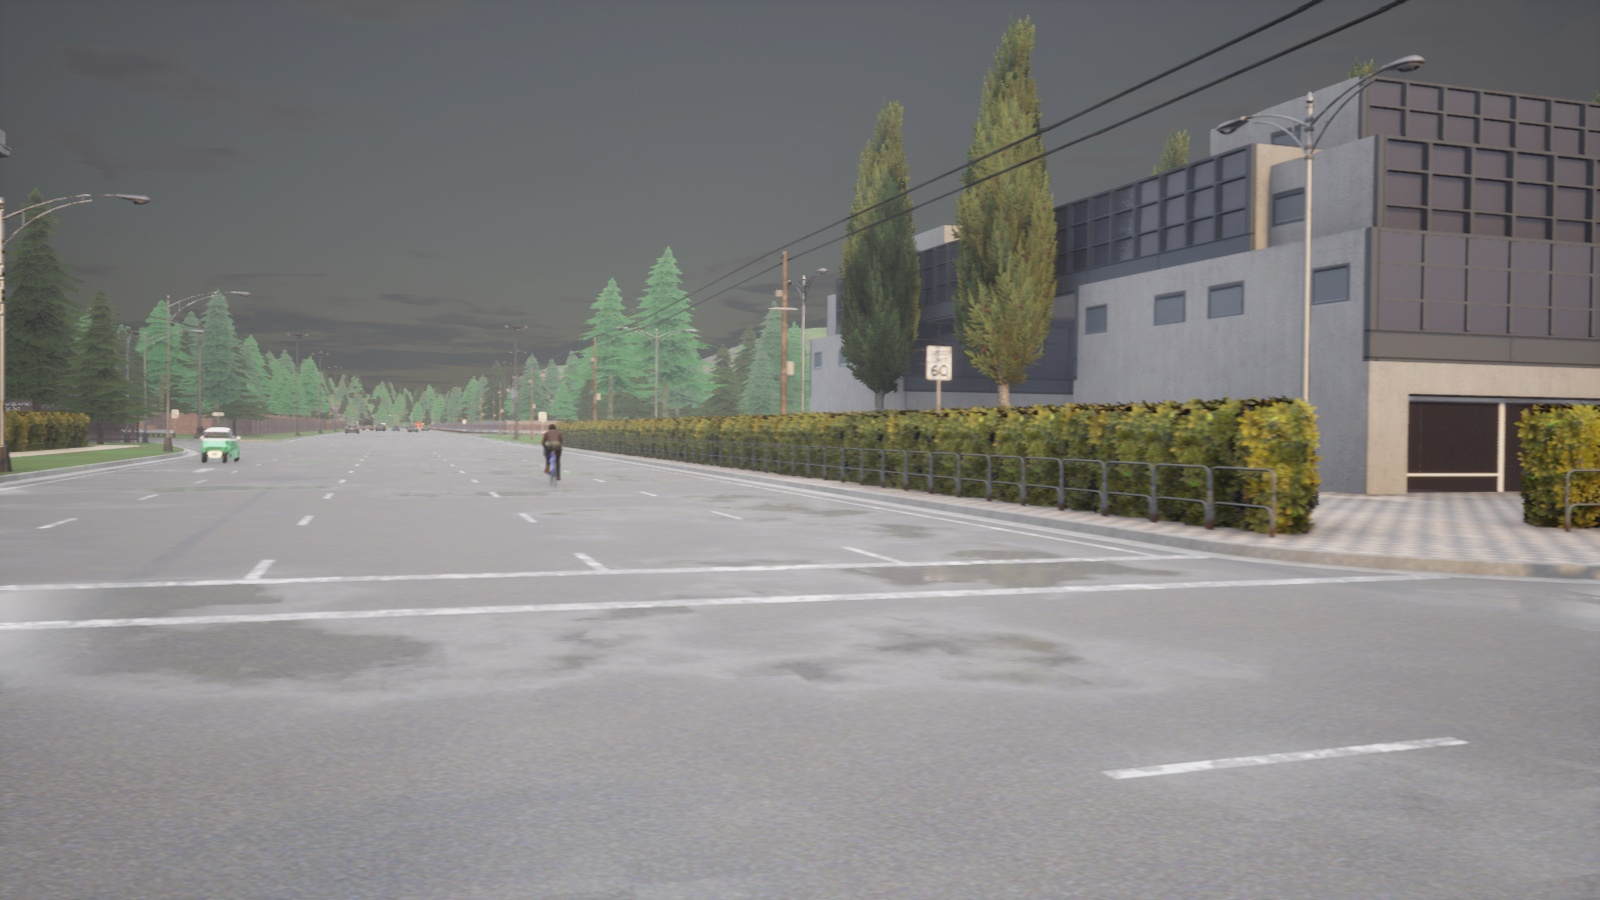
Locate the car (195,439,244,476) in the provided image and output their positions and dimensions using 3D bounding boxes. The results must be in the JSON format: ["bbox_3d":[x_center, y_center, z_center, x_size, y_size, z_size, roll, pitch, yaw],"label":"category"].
[{"bbox_3d":[-22.934,0.288,49.653,1.481,1.376,2.207,-1,1,-18],"label":"car"}]

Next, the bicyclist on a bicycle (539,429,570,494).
[{"bbox_3d":[-6.358,0.288,32.508,0.582,1.620,1.656,-1,1,-18],"label":"bicyclist on a bicycle"}]
